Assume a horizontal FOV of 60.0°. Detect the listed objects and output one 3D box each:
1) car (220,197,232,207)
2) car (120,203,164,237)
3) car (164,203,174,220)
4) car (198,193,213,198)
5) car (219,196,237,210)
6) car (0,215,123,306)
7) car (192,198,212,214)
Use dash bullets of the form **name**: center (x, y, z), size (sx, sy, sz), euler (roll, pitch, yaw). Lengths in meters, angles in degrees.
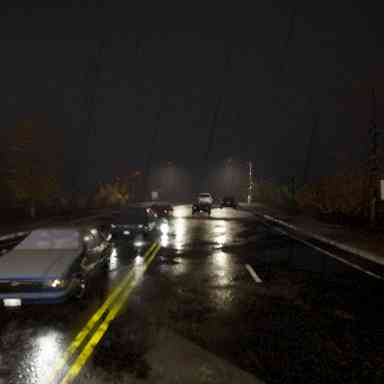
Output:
- **car**: center (5.336, 1.504, 53.263), size (1.812, 1.442, 4.674), euler (0, 0, 4)
- **car**: center (-3.058, 1.559, 18.564), size (2.033, 1.411, 5.357), euler (0, 0, 2)
- **car**: center (-2.710, 1.612, 28.522), size (1.895, 1.301, 4.718), euler (0, 0, 3)
- **car**: center (2.059, 1.205, 51.715), size (2.150, 2.045, 5.566), euler (0, 0, 5)
- **car**: center (4.656, 1.348, 43.108), size (2.097, 1.767, 4.553), euler (0, 0, 4)
- **car**: center (-3.291, 1.554, 8.506), size (2.033, 1.411, 5.357), euler (0, 0, -3)
- **car**: center (1.029, 1.607, 35.056), size (1.895, 1.301, 4.718), euler (0, 0, 3)
